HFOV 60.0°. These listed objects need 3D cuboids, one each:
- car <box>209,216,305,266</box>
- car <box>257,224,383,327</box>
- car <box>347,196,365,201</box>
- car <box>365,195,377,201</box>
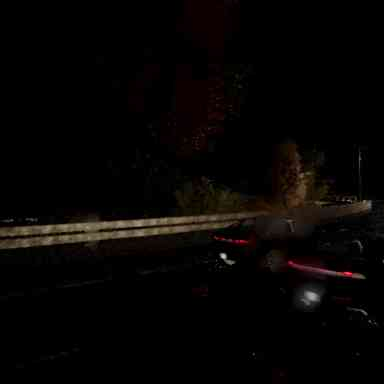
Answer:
[{"bbox_3d":[2.724,1.532,10.620,4.902,1.511,2.128,0,0,-40],"label":"car"},{"bbox_3d":[3.860,1.509,7.027,4.902,1.511,2.128,0,0,-39],"label":"car"},{"bbox_3d":[40.139,1.614,82.388,1.895,1.301,4.718,0,0,3],"label":"car"},{"bbox_3d":[43.621,1.539,82.022,2.033,1.411,5.357,0,0,3],"label":"car"}]
